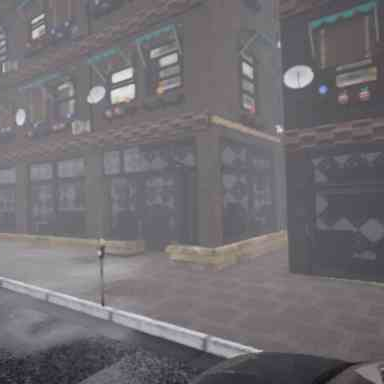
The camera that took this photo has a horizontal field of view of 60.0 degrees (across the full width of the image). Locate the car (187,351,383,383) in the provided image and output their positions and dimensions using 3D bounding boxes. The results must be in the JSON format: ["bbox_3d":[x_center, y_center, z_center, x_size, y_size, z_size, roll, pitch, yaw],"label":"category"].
[{"bbox_3d":[1.724,1.544,1.516,4.403,1.369,2.008,-1,-2,35],"label":"car"}]
